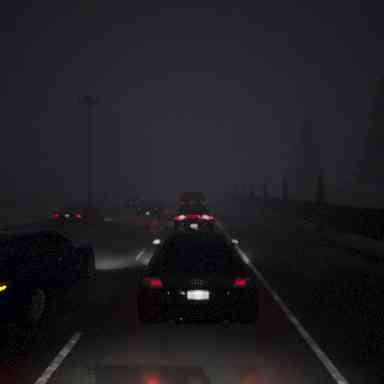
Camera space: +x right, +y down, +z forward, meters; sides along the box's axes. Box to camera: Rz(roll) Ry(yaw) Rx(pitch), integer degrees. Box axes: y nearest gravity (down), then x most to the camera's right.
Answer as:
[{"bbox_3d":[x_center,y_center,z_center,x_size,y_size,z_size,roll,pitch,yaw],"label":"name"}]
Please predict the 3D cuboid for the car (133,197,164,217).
[{"bbox_3d":[-3.429,1.337,27.920,1.895,1.301,4.718,0,1,0],"label":"car"}]

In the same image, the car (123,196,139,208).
[{"bbox_3d":[-6.941,1.188,39.822,1.994,1.385,4.181,0,0,0],"label":"car"}]

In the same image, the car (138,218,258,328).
[{"bbox_3d":[0.087,1.497,7.008,1.994,1.385,4.181,0,1,0],"label":"car"}]

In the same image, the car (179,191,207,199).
[{"bbox_3d":[0.069,0.959,28.021,2.150,2.045,5.566,0,1,0],"label":"car"}]

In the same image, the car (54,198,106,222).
[{"bbox_3d":[-6.923,1.349,20.945,2.033,1.411,5.357,0,1,0],"label":"car"}]

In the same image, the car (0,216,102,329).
[{"bbox_3d":[-3.407,1.462,6.666,1.812,1.442,4.674,0,1,0],"label":"car"}]

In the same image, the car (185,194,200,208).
[{"bbox_3d":[0.057,1.060,42.039,1.801,1.575,5.366,0,1,0],"label":"car"}]

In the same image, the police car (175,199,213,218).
[{"bbox_3d":[0.084,1.336,17.494,2.038,1.542,4.974,0,0,0],"label":"police car"}]
